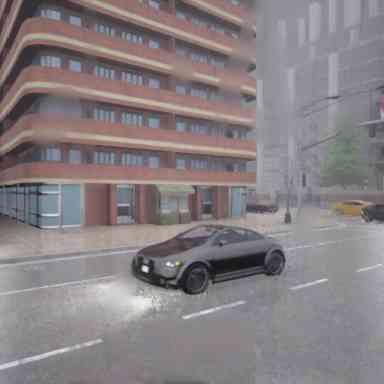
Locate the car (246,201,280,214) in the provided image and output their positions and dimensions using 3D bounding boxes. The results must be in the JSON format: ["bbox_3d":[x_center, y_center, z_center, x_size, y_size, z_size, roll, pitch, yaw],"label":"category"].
[{"bbox_3d":[6.975,1.612,35.469,1.895,1.301,4.718,0,0,-36],"label":"car"}]

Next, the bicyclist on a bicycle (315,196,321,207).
[{"bbox_3d":[17.780,1.319,46.914,1.656,1.620,0.582,0,0,-36],"label":"bicyclist on a bicycle"}]

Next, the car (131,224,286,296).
[{"bbox_3d":[0.544,1.566,8.746,4.181,1.385,1.994,0,0,-36],"label":"car"}]

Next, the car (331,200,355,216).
[{"bbox_3d":[15.186,1.490,30.202,1.882,1.535,5.008,0,0,-36],"label":"car"}]

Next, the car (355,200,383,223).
[{"bbox_3d":[14.047,1.517,23.155,1.837,1.490,4.892,1,-1,-13],"label":"car"}]

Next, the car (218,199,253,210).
[{"bbox_3d":[5.588,1.614,43.269,1.895,1.301,4.718,0,0,-36],"label":"car"}]
